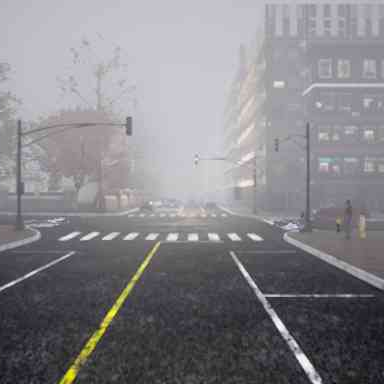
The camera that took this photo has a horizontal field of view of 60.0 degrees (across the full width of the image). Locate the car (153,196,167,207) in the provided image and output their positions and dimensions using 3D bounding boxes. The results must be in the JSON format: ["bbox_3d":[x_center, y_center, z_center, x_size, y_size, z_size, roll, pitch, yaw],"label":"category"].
[{"bbox_3d":[-5.691,1.632,59.692,2.192,1.841,5.009,0,0,0],"label":"car"}]

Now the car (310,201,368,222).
[{"bbox_3d":[13.465,1.749,30.478,5.009,1.841,2.192,1,-1,-1],"label":"car"}]

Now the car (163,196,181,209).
[{"bbox_3d":[-3.067,1.795,51.838,1.812,1.442,4.674,0,0,0],"label":"car"}]

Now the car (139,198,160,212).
[{"bbox_3d":[-5.690,1.784,42.799,1.947,1.339,4.313,0,0,0],"label":"car"}]

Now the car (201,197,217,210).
[{"bbox_3d":[2.690,1.795,48.430,1.887,1.381,4.507,0,0,0],"label":"car"}]

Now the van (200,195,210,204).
[{"bbox_3d":[2.691,1.624,54.062,1.690,1.788,3.998,0,0,0],"label":"van"}]

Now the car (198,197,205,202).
[{"bbox_3d":[2.687,2.082,93.471,1.887,1.381,4.507,0,0,0],"label":"car"}]

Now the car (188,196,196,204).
[{"bbox_3d":[-0.004,1.929,71.515,2.033,1.411,5.357,0,0,0],"label":"car"}]

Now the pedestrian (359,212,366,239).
[{"bbox_3d":[8.135,1.545,15.872,0.375,1.300,0.375,0,0,0],"label":"pedestrian"}]

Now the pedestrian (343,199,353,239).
[{"bbox_3d":[7.134,1.230,15.274,0.375,1.860,0.375,0,0,0],"label":"pedestrian"}]

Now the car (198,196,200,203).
[{"bbox_3d":[2.689,1.792,65.321,1.967,1.590,4.097,0,0,0],"label":"car"}]

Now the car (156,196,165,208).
[{"bbox_3d":[-5.690,1.807,53.891,1.752,1.417,4.829,0,0,0],"label":"car"}]

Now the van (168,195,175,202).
[{"bbox_3d":[-5.693,1.878,93.472,1.690,1.788,3.998,0,0,0],"label":"van"}]

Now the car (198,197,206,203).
[{"bbox_3d":[2.687,2.049,87.841,2.008,1.369,4.403,0,0,0],"label":"car"}]

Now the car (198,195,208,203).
[{"bbox_3d":[2.689,1.776,82.212,2.192,1.841,5.009,0,0,0],"label":"car"}]

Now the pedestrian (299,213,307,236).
[{"bbox_3d":[5.489,1.218,16.475,0.375,1.860,0.375,0,0,0],"label":"pedestrian"}]

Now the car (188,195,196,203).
[{"bbox_3d":[-0.003,1.691,81.906,2.097,1.767,4.553,0,0,0],"label":"car"}]

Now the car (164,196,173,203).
[{"bbox_3d":[-5.692,1.901,82.211,1.967,1.590,4.097,0,0,0],"label":"car"}]

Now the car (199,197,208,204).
[{"bbox_3d":[2.688,1.968,76.580,1.887,1.381,4.507,0,0,0],"label":"car"}]

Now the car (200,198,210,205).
[{"bbox_3d":[2.688,1.938,70.951,2.008,1.369,4.403,0,0,0],"label":"car"}]
